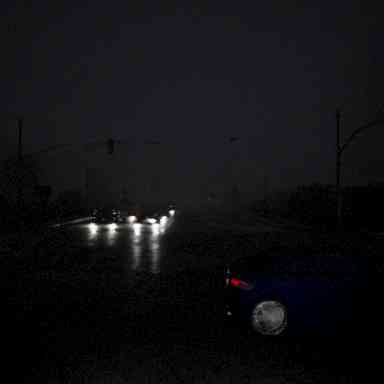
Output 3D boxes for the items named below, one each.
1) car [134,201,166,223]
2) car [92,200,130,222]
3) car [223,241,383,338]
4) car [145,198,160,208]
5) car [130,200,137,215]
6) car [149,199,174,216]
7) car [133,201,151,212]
[{"bbox_3d":[-3.607,1.825,29.040,1.812,1.442,4.674,0,-1,-1],"label":"car"},{"bbox_3d":[-7.113,1.651,29.034,2.097,1.767,4.553,0,-1,0],"label":"car"},{"bbox_3d":[2.663,1.628,6.061,4.181,1.385,1.994,0,-1,3],"label":"car"},{"bbox_3d":[-7.073,1.973,60.490,2.097,1.767,4.553,0,-1,1],"label":"car"},{"bbox_3d":[-7.117,1.743,37.961,2.097,1.767,4.553,0,-1,0],"label":"car"},{"bbox_3d":[-3.617,1.885,38.193,2.128,1.511,4.902,0,-1,0],"label":"car"},{"bbox_3d":[-7.103,2.056,47.796,1.994,1.385,4.181,0,-1,0],"label":"car"}]
